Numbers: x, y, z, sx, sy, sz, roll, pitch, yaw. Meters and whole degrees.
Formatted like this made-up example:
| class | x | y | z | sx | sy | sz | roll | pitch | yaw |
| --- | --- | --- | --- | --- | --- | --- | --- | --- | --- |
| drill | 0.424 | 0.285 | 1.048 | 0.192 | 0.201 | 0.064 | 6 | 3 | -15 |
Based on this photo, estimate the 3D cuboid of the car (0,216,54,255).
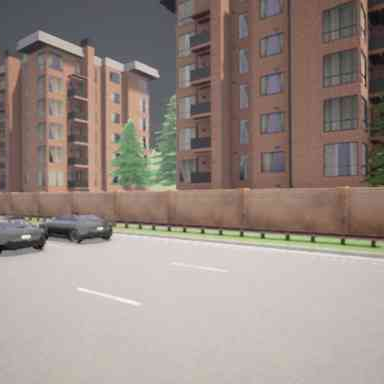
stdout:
| class | x | y | z | sx | sy | sz | roll | pitch | yaw |
| --- | --- | --- | --- | --- | --- | --- | --- | --- | --- |
| car | -7.958 | 1.698 | 13.852 | 4.181 | 1.385 | 1.994 | -1 | 0 | 36 |

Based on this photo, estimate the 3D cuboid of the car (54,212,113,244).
| class | x | y | z | sx | sy | sz | roll | pitch | yaw |
| --- | --- | --- | --- | --- | --- | --- | --- | --- | --- |
| car | -5.925 | 1.698 | 16.701 | 4.181 | 1.385 | 1.994 | -1 | 0 | 36 |
